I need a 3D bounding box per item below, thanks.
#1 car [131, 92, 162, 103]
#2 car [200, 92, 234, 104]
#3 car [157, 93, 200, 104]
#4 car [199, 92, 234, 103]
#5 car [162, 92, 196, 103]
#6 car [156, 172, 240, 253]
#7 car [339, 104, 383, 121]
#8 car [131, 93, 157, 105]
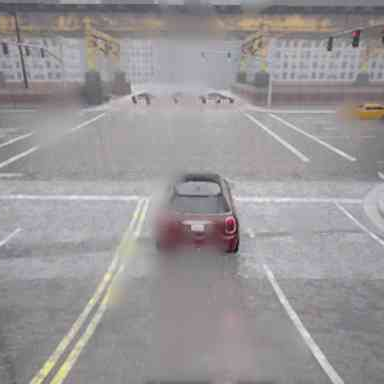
[{"bbox_3d":[-6.487,-13.374,47.038,4.536,1.218,1.853,19,27,42],"label":"car"},{"bbox_3d":[3.540,-13.409,47.603,4.974,1.542,2.038,11,23,28],"label":"car"},{"bbox_3d":[-1.843,-13.182,46.972,4.974,1.542,2.038,-13,24,-33],"label":"car"},{"bbox_3d":[3.495,-13.566,47.574,4.536,1.218,1.853,11,23,28],"label":"car"},{"bbox_3d":[-1.801,-13.340,46.947,4.536,1.218,1.853,-13,24,-33],"label":"car"},{"bbox_3d":[0.201,0.205,9.933,2.097,1.767,4.553,1,18,2],"label":"car"},{"bbox_3d":[16.664,-7.621,31.696,5.008,1.535,1.882,0,20,1],"label":"car"},{"bbox_3d":[-6.450,-13.214,47.058,4.974,1.542,2.038,19,27,42],"label":"car"}]
